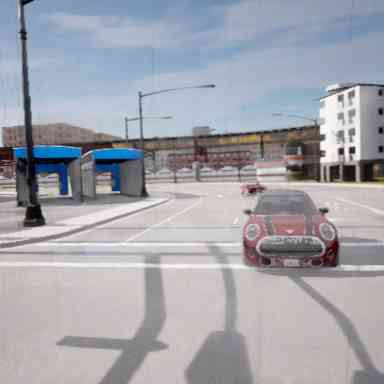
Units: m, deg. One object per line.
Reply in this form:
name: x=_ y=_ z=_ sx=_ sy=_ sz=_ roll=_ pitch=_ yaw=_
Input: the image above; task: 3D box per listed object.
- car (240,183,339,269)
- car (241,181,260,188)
car: x=2.518 y=0.767 z=9.141 sx=2.097 sy=1.767 sz=4.553 roll=-1 pitch=3 yaw=12
car: x=6.118 y=-0.398 z=33.388 sx=1.895 sy=1.301 sz=4.718 roll=-2 pitch=3 yaw=0
